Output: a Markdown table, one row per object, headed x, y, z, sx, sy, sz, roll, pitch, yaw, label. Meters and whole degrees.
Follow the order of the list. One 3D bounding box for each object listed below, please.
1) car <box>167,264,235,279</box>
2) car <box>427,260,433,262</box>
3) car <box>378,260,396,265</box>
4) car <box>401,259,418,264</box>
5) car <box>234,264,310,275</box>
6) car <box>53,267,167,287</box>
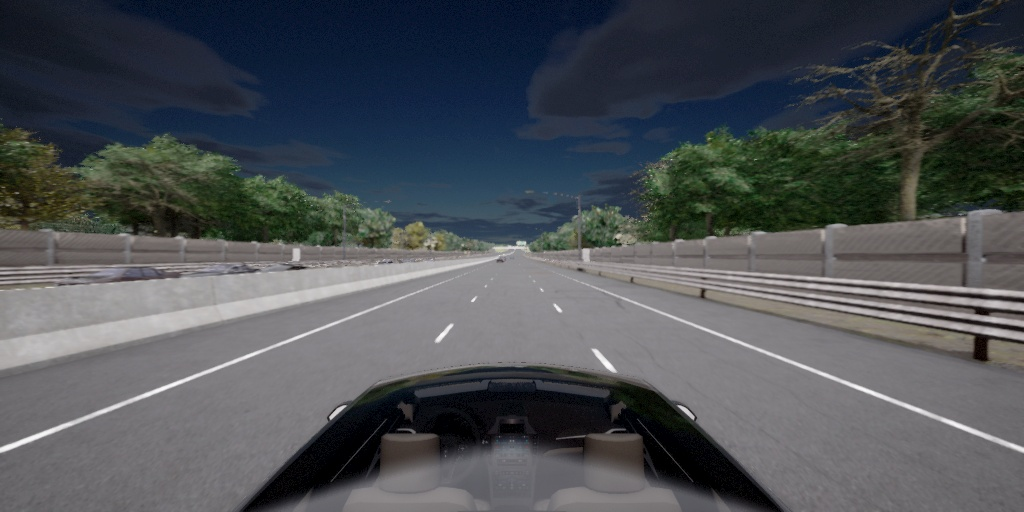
| x | y | z | sx | sy | sz | roll | pitch | yaw | label |
| --- | --- | --- | --- | --- | --- | --- | --- | --- | --- |
| -17.581 | 1.246 | 21.976 | 2.128 | 1.511 | 4.902 | 0 | 0 | 0 | car |
| -14.000 | 1.319 | 61.433 | 2.033 | 1.411 | 5.357 | 0 | 0 | 0 | car |
| -20.998 | 1.343 | 60.363 | 1.994 | 1.385 | 4.181 | 0 | 0 | 0 | car |
| -17.504 | 1.267 | 61.417 | 2.128 | 1.511 | 4.902 | 0 | 0 | 1 | car |
| -14.082 | 1.259 | 22.004 | 1.837 | 1.490 | 4.892 | 0 | -1 | 0 | car |
| -21.086 | 1.299 | 19.620 | 2.033 | 1.411 | 5.357 | 0 | 0 | 1 | car |
